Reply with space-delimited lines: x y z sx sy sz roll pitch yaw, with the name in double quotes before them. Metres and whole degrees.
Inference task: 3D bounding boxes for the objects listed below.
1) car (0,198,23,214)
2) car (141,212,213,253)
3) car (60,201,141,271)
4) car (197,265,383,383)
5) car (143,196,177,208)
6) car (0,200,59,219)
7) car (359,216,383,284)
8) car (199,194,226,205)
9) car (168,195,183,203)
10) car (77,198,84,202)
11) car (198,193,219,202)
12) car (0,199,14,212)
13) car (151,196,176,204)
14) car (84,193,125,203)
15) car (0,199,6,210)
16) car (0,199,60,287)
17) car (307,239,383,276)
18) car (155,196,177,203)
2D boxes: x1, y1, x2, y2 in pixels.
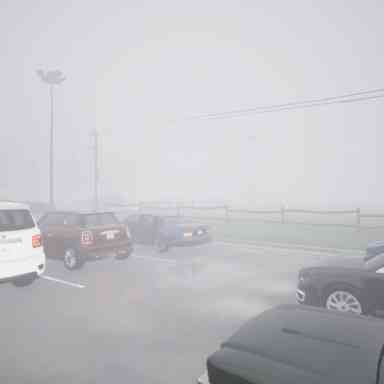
"car" -20.850 1.477 35.144 1.882 1.535 5.008 0 0 32
"car" -1.740 1.547 13.782 5.357 1.411 2.033 0 0 36
"car" -4.176 1.352 11.222 4.553 1.767 2.097 0 0 36
"car" 2.378 1.601 2.295 4.718 1.301 1.895 0 0 36
"car" -4.620 1.601 46.209 1.895 1.301 4.718 0 0 36
"car" -15.339 1.547 30.791 2.033 1.411 5.357 0 0 32
"car" 6.824 1.478 7.724 5.008 1.535 1.882 0 0 36
"car" 3.492 1.505 57.290 1.837 1.490 4.892 0 0 36
"car" -3.658 1.354 59.365 2.097 1.767 4.553 0 0 36
"car" -14.448 1.504 50.550 1.837 1.490 4.892 0 0 36
"car" 3.789 1.210 75.346 2.150 2.045 5.566 0 0 36
"car" -23.082 1.564 38.164 1.994 1.385 4.181 0 0 33
"car" -5.378 1.503 62.914 1.837 1.490 4.892 0 0 37
"car" -12.178 1.222 47.726 2.150 2.045 5.566 0 0 36
"car" -25.630 1.601 40.674 1.895 1.301 4.718 0 0 34
"car" -5.845 1.221 8.109 5.566 2.045 2.150 0 0 36
"car" 4.192 1.504 5.300 4.892 1.490 1.837 0 0 35
"car" -5.342 1.506 68.790 1.837 1.490 4.892 0 0 36
